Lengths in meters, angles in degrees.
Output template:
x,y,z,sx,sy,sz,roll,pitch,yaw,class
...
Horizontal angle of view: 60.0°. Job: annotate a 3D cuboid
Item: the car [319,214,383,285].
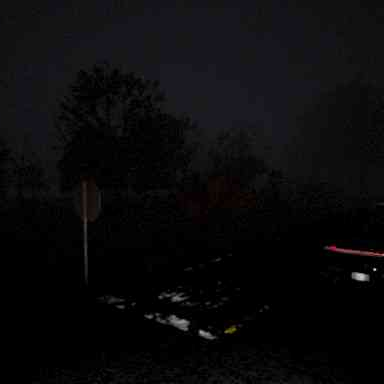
x,y,z,sx,sy,sz,roll,pitch,yaw,class
4.572,1.287,8.027,2.128,1.511,4.902,1,2,38,car
